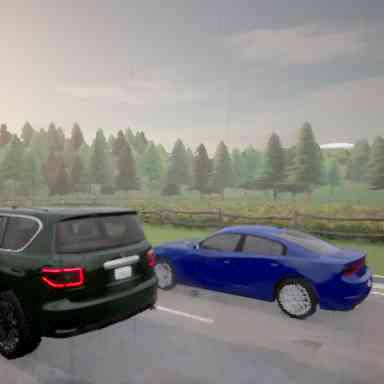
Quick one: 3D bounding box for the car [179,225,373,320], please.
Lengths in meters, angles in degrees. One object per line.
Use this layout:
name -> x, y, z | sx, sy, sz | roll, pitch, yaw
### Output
car -> 1.185, 1.484, 7.445 | 5.008, 1.535, 1.882 | 0, 0, 36

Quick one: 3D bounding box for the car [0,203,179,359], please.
car -> -3.147, 1.233, 6.234 | 5.566, 2.045, 2.150 | 0, 0, 35
